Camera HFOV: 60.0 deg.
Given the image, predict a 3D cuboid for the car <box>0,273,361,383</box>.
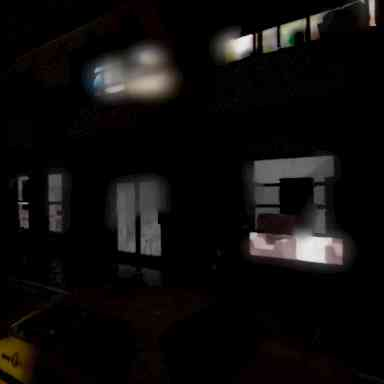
[{"bbox_3d":[-0.868,1.549,3.491,4.829,1.417,1.752,-1,0,35],"label":"car"}]
